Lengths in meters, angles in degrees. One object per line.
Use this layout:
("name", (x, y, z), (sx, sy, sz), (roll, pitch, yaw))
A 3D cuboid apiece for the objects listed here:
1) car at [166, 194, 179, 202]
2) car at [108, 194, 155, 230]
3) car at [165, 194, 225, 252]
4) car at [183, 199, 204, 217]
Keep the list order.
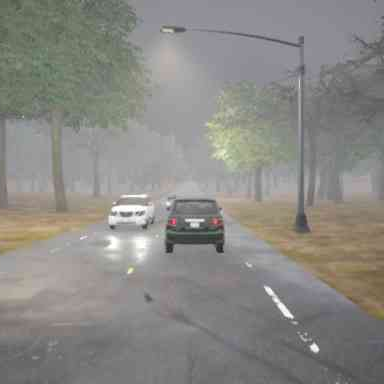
("car", (-3.528, 0.991, 60.866), (1.895, 1.301, 4.718), (0, 1, 1))
("car", (-3.597, 1.172, 20.844), (2.150, 2.045, 5.566), (0, 0, 0))
("car", (0.099, 1.193, 13.899), (2.150, 2.045, 5.566), (0, 0, 0))
("car", (0.089, 1.418, 31.235), (1.812, 1.442, 4.674), (0, 1, 0))
